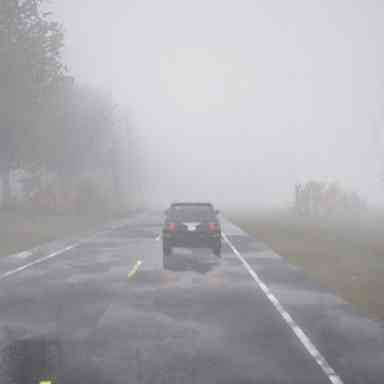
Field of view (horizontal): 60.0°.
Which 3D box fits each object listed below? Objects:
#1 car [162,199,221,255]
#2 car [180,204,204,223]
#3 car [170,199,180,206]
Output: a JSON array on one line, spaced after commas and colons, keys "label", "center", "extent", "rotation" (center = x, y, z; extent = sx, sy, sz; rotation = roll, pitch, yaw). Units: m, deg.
[{"label": "car", "center": [-0.002, 1.346, 14.017], "extent": [2.150, 2.045, 5.566], "rotation": [0, 0, 0]}, {"label": "car", "center": [-0.002, 1.831, 29.295], "extent": [1.994, 1.385, 4.181], "rotation": [0, 0, 0]}, {"label": "car", "center": [-3.519, 2.216, 70.937], "extent": [1.895, 1.301, 4.718], "rotation": [0, 0, 0]}]
